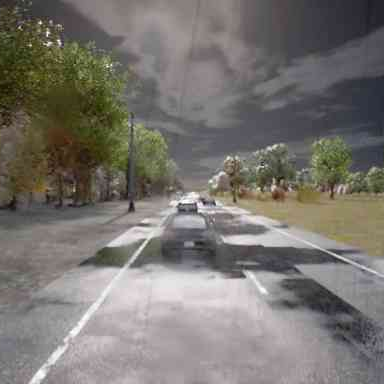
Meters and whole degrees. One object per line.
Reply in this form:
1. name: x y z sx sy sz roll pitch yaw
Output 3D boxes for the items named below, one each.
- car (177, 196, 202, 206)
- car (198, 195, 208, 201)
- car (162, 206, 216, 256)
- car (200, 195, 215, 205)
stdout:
1. car: -0.409 1.375 31.894 2.128 1.511 4.902 0 0 -1
2. car: 2.376 1.348 73.004 1.895 1.301 4.718 0 0 -1
3. car: -0.117 1.479 12.782 1.812 1.442 4.674 0 0 -1
4. car: 2.748 1.380 54.922 1.994 1.385 4.181 0 0 -1
